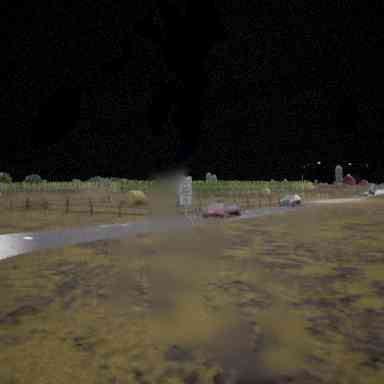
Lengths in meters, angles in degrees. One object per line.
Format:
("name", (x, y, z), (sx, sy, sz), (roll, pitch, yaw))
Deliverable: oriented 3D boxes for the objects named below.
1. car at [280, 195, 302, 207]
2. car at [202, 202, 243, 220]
("car", (14.666, 1.206, 49.333), (2.097, 1.767, 4.553), (-2, 0, 35))
("car", (2.586, 1.468, 27.414), (1.994, 1.385, 4.181), (-2, -1, 35))
